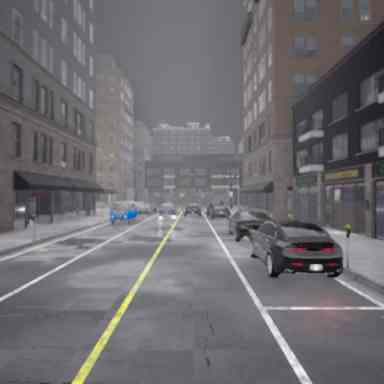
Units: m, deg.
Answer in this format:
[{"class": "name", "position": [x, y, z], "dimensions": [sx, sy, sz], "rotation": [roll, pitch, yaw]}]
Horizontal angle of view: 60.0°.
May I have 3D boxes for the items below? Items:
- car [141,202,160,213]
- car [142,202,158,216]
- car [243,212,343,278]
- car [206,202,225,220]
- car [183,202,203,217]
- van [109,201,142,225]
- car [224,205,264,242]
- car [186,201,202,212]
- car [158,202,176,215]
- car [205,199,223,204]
[{"class": "car", "position": [-5.378, 2.007, 43.458], "dimensions": [1.947, 1.339, 4.313], "rotation": [0, -1, 0]}, {"class": "car", "position": [-5.379, 1.935, 37.796], "dimensions": [2.008, 1.369, 4.403], "rotation": [0, -1, 0]}, {"class": "car", "position": [3.023, 1.611, 10.522], "dimensions": [1.837, 1.490, 4.892], "rotation": [0, -1, 0]}, {"class": "car", "position": [2.645, 1.893, 32.133], "dimensions": [1.947, 1.339, 4.313], "rotation": [0, -1, 0]}, {"class": "car", "position": [0.077, 1.874, 36.316], "dimensions": [1.837, 1.490, 4.892], "rotation": [0, -1, 0]}, {"class": "van", "position": [-5.382, 1.610, 26.475], "dimensions": [1.690, 1.788, 3.998], "rotation": [0, -1, 0]}, {"class": "car", "position": [3.019, 1.656, 17.522], "dimensions": [1.882, 1.535, 5.008], "rotation": [0, -1, 0]}, {"class": "car", "position": [0.328, 2.047, 47.525], "dimensions": [1.994, 1.385, 4.181], "rotation": [0, 0, 6]}, {"class": "car", "position": [-2.812, 1.919, 38.756], "dimensions": [1.812, 1.442, 4.674], "rotation": [0, -1, 0]}, {"class": "car", "position": [2.646, 1.699, 37.797], "dimensions": [2.192, 1.841, 5.009], "rotation": [0, -1, 0]}]
